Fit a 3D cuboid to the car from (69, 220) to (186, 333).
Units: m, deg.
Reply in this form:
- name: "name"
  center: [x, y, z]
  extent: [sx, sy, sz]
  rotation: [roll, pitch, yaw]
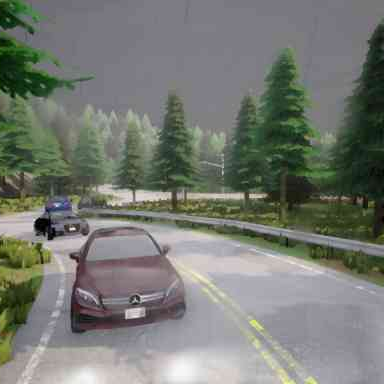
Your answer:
- name: "car"
  center: [-1.524, 1.523, 7.095]
  extent: [1.812, 1.442, 4.674]
  rotation: [-2, 0, -17]

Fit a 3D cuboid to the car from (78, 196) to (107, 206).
- name: "car"
  center: [-12.732, 1.289, 42.827]
  extent: [2.097, 1.767, 4.553]
  rotation: [2, 2, 13]

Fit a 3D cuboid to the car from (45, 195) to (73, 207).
- name: "car"
  center: [-12.872, 1.326, 32.237]
  extent: [2.150, 2.045, 5.566]
  rotation: [-1, 0, -18]

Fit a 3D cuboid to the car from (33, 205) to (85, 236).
- name: "car"
  center: [-7.077, 1.663, 17.843]
  extent: [1.994, 1.385, 4.181]
  rotation: [-4, 2, -38]
